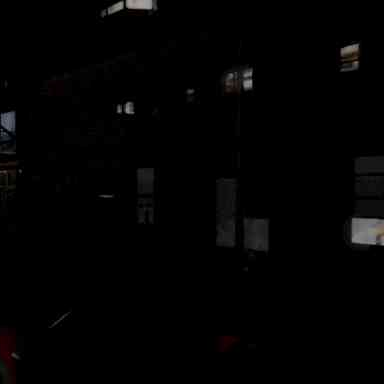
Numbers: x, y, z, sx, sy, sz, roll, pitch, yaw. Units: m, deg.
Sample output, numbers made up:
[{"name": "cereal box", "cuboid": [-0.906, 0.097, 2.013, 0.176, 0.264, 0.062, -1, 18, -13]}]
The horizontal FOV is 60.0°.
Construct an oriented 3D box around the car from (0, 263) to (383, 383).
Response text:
[{"name": "car", "cuboid": [-0.319, 1.435, 3.104, 4.097, 1.590, 1.967, 0, 0, 36]}]
